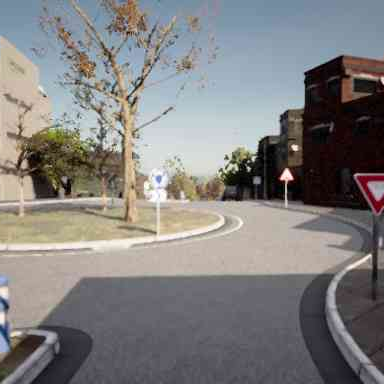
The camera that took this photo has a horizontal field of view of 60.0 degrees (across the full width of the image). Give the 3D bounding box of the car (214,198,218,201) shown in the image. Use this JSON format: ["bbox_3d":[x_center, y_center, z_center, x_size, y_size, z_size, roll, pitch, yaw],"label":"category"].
[{"bbox_3d":[5.406,1.358,58.208,1.812,1.442,4.674,0,-3,1],"label":"car"}]

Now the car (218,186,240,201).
[{"bbox_3d":[5.130,0.287,44.453,2.150,2.045,5.566,1,-2,2],"label":"car"}]

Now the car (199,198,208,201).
[{"bbox_3d":[2.370,1.883,67.226,1.994,1.385,4.181,0,-3,2],"label":"car"}]

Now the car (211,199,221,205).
[{"bbox_3d":[5.910,2.437,81.078,2.128,1.511,4.902,0,-3,1],"label":"car"}]
